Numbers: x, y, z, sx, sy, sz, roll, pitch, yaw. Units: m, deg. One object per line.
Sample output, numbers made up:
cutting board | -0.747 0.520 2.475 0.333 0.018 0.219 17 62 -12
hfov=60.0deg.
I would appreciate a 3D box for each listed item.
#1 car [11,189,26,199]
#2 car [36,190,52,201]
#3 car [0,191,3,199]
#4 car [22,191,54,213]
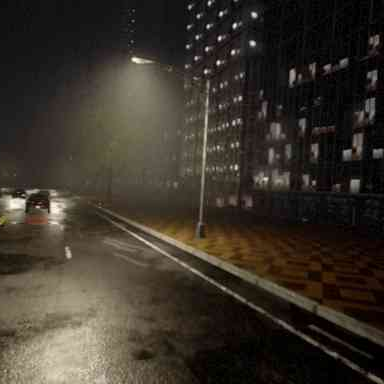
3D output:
car | -25.358 0.321 48.991 1.837 1.490 4.892 3 0 -23
car | -21.646 0.512 48.803 2.033 1.411 5.357 3 0 -23
car | -28.190 0.205 47.335 1.994 1.385 4.181 3 0 -23
car | -12.855 0.888 27.986 1.837 1.490 4.892 3 0 -23
